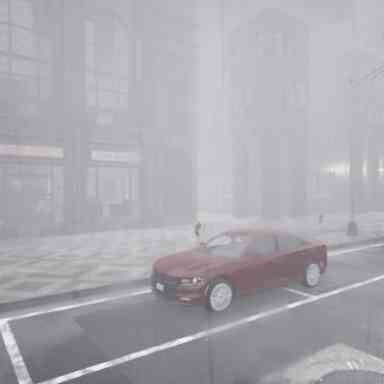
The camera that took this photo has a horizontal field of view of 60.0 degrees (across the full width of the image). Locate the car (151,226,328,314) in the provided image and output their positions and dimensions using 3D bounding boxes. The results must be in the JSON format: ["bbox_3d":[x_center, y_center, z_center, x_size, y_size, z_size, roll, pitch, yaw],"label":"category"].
[{"bbox_3d":[1.233,1.517,7.530,4.507,1.381,1.887,0,0,-35],"label":"car"}]
